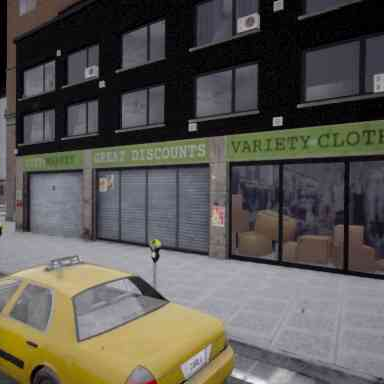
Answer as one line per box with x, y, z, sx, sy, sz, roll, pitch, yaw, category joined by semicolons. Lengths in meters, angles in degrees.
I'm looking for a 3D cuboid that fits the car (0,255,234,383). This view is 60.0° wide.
-1.836;1.524;4.401;4.829;1.417;1.752;0;1;36;car
